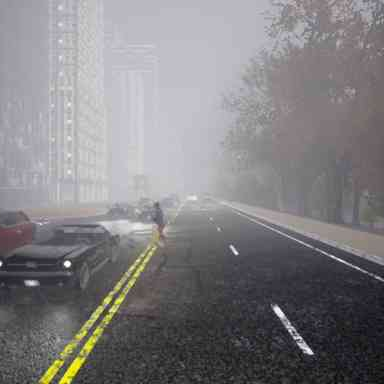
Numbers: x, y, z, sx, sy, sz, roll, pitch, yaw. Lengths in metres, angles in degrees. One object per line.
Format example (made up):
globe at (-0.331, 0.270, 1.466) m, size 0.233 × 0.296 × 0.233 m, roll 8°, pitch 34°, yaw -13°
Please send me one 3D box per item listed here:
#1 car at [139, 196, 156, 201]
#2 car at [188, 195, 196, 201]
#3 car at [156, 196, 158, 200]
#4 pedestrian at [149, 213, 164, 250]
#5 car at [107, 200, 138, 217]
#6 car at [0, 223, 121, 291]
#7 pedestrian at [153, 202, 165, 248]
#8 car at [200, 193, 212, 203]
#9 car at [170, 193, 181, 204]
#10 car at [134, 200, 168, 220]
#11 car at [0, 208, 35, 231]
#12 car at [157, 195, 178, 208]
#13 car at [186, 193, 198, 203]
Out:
car at (-6.601, 1.506, 46.898) m, size 1.837 × 1.490 × 4.892 m, roll 0°, pitch 0°, yaw 0°
car at (-0.005, 1.433, 80.124) m, size 2.033 × 1.411 × 5.357 m, roll 0°, pitch 0°, yaw 0°
car at (-6.549, 1.499, 64.325) m, size 2.128 × 1.511 × 4.902 m, roll 0°, pitch 0°, yaw 1°
pedestrian at (-1.380, 1.573, 12.949) m, size 0.375 × 1.300 × 0.375 m, roll 0°, pitch 0°, yaw 0°
car at (-6.601, 1.613, 31.278) m, size 1.895 × 1.301 × 4.718 m, roll 0°, pitch 0°, yaw 0°
car at (-3.355, 1.598, 9.161) m, size 1.895 × 1.301 × 4.718 m, roll 0°, pitch 0°, yaw 0°
pedestrian at (-1.402, 1.296, 13.572) m, size 0.375 × 1.860 × 0.375 m, roll 0°, pitch 0°, yaw 0°
car at (3.244, 1.526, 69.730) m, size 2.128 × 1.511 × 4.902 m, roll 0°, pitch 0°, yaw 0°
car at (-3.309, 1.228, 63.198) m, size 2.150 × 2.045 × 5.566 m, roll 0°, pitch 0°, yaw 1°
car at (-3.358, 1.623, 28.032) m, size 1.895 × 1.301 × 4.718 m, roll 0°, pitch 0°, yaw 0°
car at (-6.602, 1.348, 10.272) m, size 2.097 × 1.767 × 4.553 m, roll 0°, pitch 0°, yaw 0°
car at (-3.352, 1.508, 46.748) m, size 1.837 × 1.490 × 4.892 m, roll 0°, pitch 0°, yaw 0°
car at (-0.004, 1.226, 69.760) m, size 2.150 × 2.045 × 5.566 m, roll 0°, pitch 0°, yaw 0°
